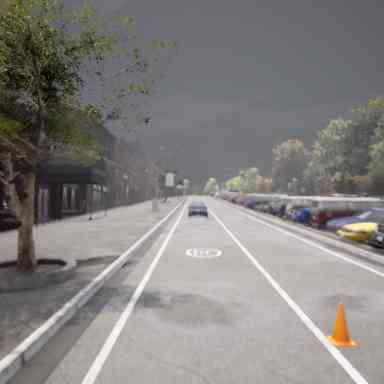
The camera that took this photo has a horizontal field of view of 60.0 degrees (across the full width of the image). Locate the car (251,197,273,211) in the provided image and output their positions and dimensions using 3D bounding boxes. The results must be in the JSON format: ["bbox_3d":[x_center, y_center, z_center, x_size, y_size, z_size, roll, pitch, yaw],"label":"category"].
[{"bbox_3d":[9.538,1.582,36.996,4.892,1.521,2.231,0,0,0],"label":"car"}]

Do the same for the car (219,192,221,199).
[{"bbox_3d":[9.690,1.361,81.851,4.792,1.488,2.163,0,0,0],"label":"car"}]

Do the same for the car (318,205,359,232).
[{"bbox_3d":[9.453,1.617,17.366,4.674,1.452,2.002,0,0,0],"label":"car"}]

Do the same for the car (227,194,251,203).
[{"bbox_3d":[9.630,1.286,67.834,4.553,1.767,2.185,0,0,0],"label":"car"}]

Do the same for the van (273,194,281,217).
[{"bbox_3d":[9.615,1.369,28.582,4.442,1.987,1.878,0,0,0],"label":"van"}]

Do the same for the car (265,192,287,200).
[{"bbox_3d":[22.807,1.108,90.428,5.566,2.045,2.435,0,0,0],"label":"car"}]

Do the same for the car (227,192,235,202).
[{"bbox_3d":[9.599,1.208,59.423,5.566,2.045,2.435,0,0,0],"label":"car"}]

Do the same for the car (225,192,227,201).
[{"bbox_3d":[9.611,1.192,62.227,5.566,2.045,2.435,0,0,0],"label":"car"}]

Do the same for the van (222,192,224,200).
[{"bbox_3d":[9.569,1.153,73.440,4.442,1.987,1.878,0,0,0],"label":"van"}]

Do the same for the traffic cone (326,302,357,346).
[{"bbox_3d":[2.273,1.979,5.078,0.340,0.580,0.340,0,0,0],"label":"traffic cone"}]

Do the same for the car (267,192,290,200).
[{"bbox_3d":[22.797,1.124,87.767,5.566,2.045,2.435,0,0,0],"label":"car"}]

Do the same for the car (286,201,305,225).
[{"bbox_3d":[9.469,1.589,22.973,5.008,1.535,2.097,0,0,0],"label":"car"}]

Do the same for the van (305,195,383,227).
[{"bbox_3d":[9.580,1.358,20.170,4.442,1.987,1.878,0,0,0],"label":"van"}]

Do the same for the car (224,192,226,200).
[{"bbox_3d":[9.705,1.270,70.637,4.553,1.767,2.185,0,0,0],"label":"car"}]

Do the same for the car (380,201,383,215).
[{"bbox_3d":[22.631,1.695,34.787,4.792,1.488,2.163,0,0,0],"label":"car"}]

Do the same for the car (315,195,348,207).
[{"bbox_3d":[22.715,1.441,54.218,4.553,1.767,2.185,0,0,0],"label":"car"}]

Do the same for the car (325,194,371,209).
[{"bbox_3d":[22.691,1.347,48.664,5.566,2.045,2.435,0,0,0],"label":"car"}]

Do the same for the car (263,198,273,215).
[{"bbox_3d":[9.538,1.625,31.385,4.792,1.488,2.163,0,0,0],"label":"car"}]

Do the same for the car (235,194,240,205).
[{"bbox_3d":[9.584,1.509,51.015,4.892,1.521,2.231,0,0,0],"label":"car"}]

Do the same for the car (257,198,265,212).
[{"bbox_3d":[9.518,1.630,34.193,4.674,1.452,2.002,0,0,0],"label":"car"}]

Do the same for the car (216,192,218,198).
[{"bbox_3d":[9.940,1.281,90.259,5.366,1.575,1.946,0,0,0],"label":"car"}]

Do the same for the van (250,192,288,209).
[{"bbox_3d":[9.662,1.346,39.802,4.442,1.987,1.878,0,0,0],"label":"van"}]

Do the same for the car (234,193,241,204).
[{"bbox_3d":[9.634,1.366,53.817,4.553,1.767,2.185,0,0,0],"label":"car"}]

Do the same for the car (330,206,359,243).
[{"bbox_3d":[9.254,1.567,14.564,5.366,1.575,1.946,0,0,0],"label":"car"}]

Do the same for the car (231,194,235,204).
[{"bbox_3d":[9.611,1.515,56.622,4.674,1.452,2.002,0,0,0],"label":"car"}]

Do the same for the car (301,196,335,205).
[{"bbox_3d":[22.522,1.531,59.769,5.366,1.575,1.946,0,0,0],"label":"car"}]

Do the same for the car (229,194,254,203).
[{"bbox_3d":[9.619,1.302,65.030,4.553,1.767,2.185,0,0,0],"label":"car"}]

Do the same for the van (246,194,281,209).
[{"bbox_3d":[9.685,1.314,45.407,4.442,1.987,1.878,0,0,0],"label":"van"}]

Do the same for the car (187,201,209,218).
[{"bbox_3d":[0.548,1.574,31.058,2.033,1.411,5.357,0,0,0],"label":"car"}]

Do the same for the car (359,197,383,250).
[{"bbox_3d":[9.401,1.313,11.760,5.566,2.045,2.435,0,0,0],"label":"car"}]

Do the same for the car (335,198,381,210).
[{"bbox_3d":[22.835,1.612,45.889,5.366,1.575,1.946,0,0,0],"label":"car"}]

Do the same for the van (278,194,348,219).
[{"bbox_3d":[9.370,1.367,25.781,4.442,1.987,1.878,0,0,0],"label":"van"}]

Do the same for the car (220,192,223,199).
[{"bbox_3d":[9.691,1.363,76.244,5.008,1.535,2.097,0,0,0],"label":"car"}]

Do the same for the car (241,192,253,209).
[{"bbox_3d":[9.529,1.304,42.603,5.566,2.045,2.435,0,0,0],"label":"car"}]
